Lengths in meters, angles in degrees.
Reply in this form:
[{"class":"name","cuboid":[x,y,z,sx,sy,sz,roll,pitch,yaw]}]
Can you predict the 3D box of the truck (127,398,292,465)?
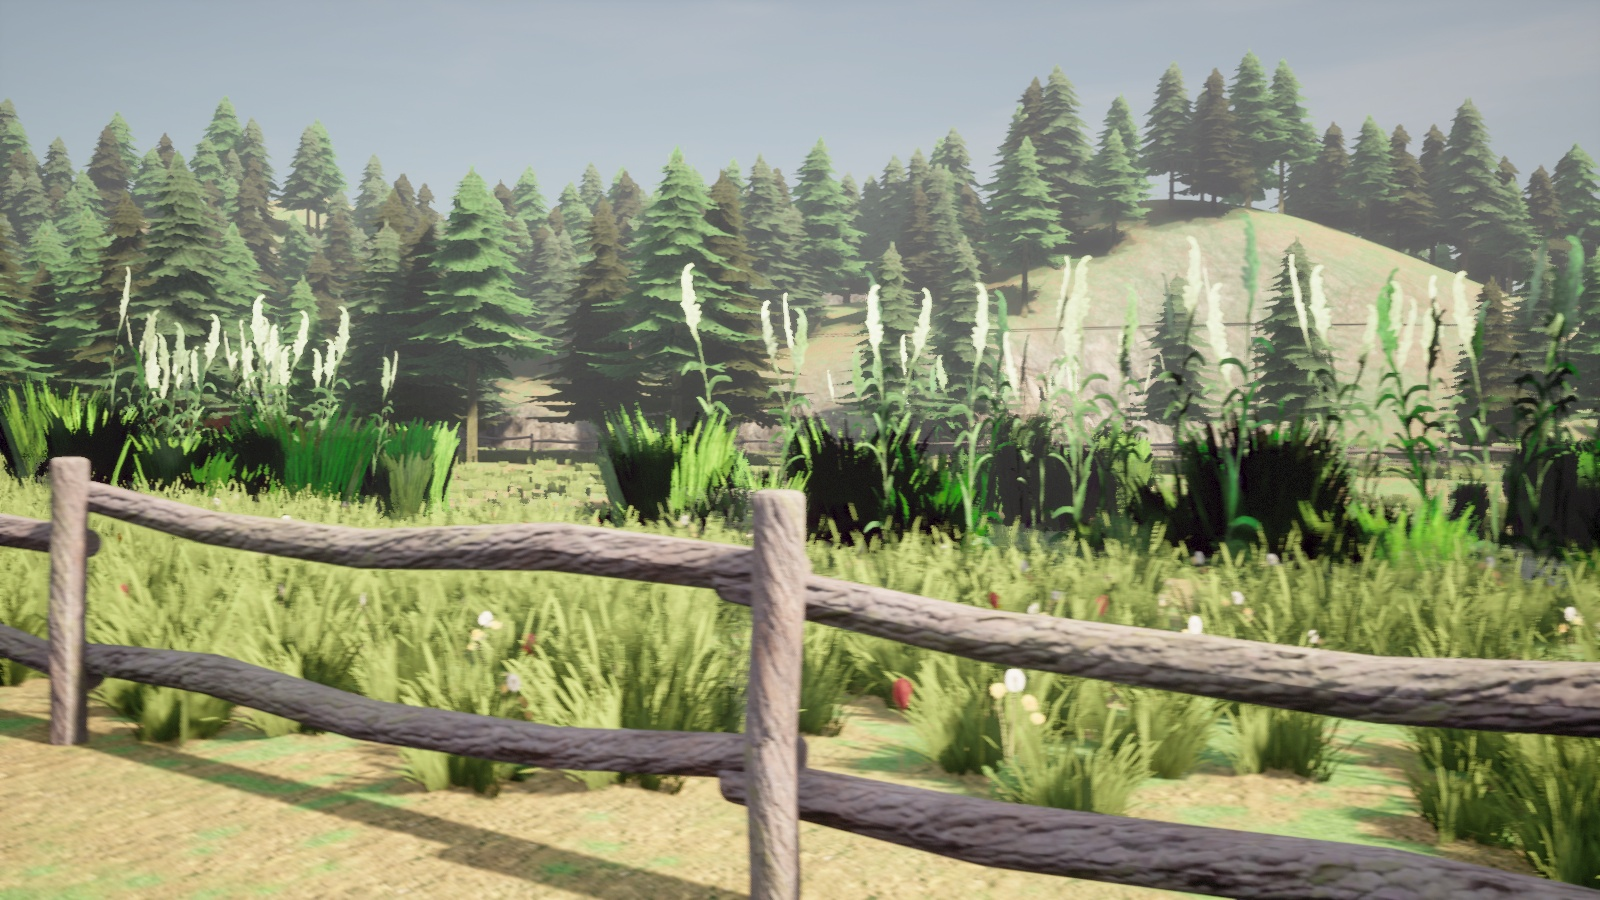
[{"class":"truck","cuboid":[-35.024,-1.100,74.649,8.468,3.827,2.891,0,1,3]}]
